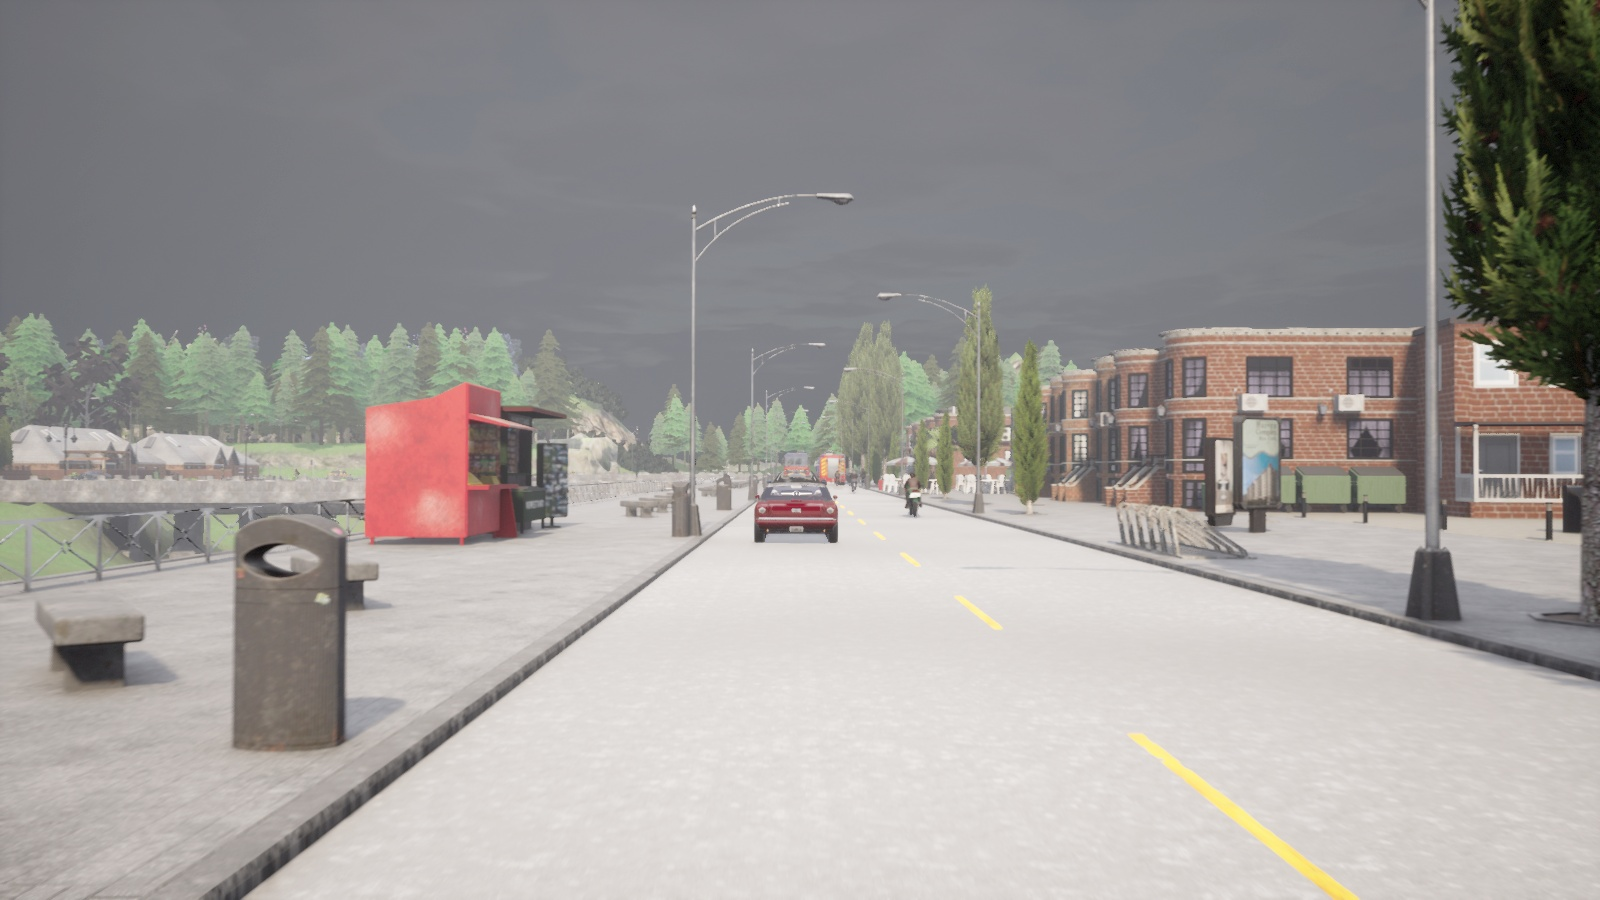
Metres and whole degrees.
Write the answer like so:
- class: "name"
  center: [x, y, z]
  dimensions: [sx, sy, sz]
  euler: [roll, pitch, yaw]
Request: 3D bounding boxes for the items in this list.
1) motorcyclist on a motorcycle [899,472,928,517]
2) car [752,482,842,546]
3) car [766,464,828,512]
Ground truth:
- class: "motorcyclist on a motorcycle"
  center: [3.887, 1.507, 43.295]
  dimensions: [0.797, 1.523, 2.044]
  euler: [0, -1, 0]
- class: "car"
  center: [-0.075, 1.398, 28.771]
  dimensions: [1.895, 1.301, 4.718]
  euler: [0, -1, 0]
- class: "car"
  center: [-0.120, 1.364, 45.934]
  dimensions: [2.152, 1.651, 5.027]
  euler: [0, -1, 0]
